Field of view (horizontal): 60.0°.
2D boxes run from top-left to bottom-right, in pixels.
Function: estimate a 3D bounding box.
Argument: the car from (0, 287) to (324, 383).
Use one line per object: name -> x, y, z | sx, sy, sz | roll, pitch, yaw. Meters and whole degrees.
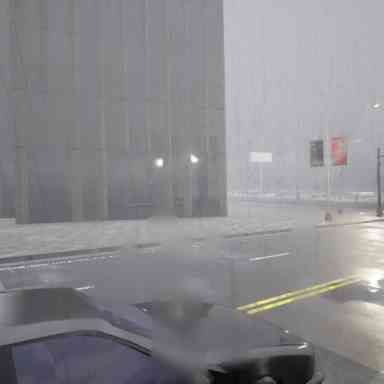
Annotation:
car -> -1.297, 1.547, 2.491 | 5.357, 1.411, 2.033 | 0, 0, -36
